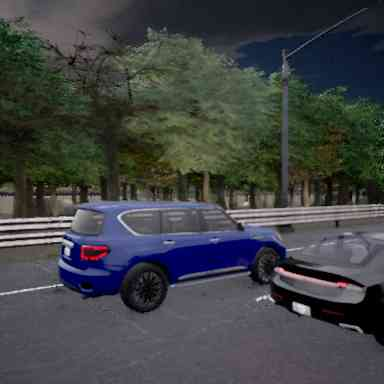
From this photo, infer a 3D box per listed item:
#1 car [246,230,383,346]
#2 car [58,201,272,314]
[{"bbox_3d":[3.585,1.509,6.303,4.902,1.511,2.128,0,0,-36],"label":"car"},{"bbox_3d":[-0.195,1.233,7.905,5.566,2.045,2.150,0,0,-36],"label":"car"}]
